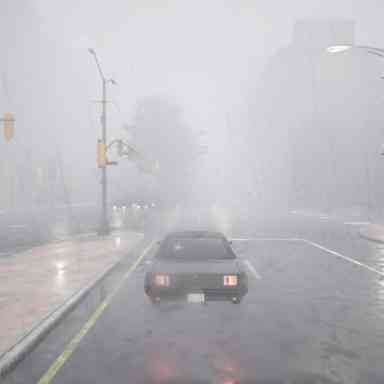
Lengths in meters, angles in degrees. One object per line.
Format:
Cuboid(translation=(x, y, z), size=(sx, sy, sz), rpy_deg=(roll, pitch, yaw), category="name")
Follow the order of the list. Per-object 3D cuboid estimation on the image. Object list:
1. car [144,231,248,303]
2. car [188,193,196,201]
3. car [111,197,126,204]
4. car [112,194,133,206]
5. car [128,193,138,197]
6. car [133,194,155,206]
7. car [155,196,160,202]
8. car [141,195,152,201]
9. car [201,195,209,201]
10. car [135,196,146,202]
Cuboid(translation=(0.076, 1.601, 8.154), size=(1.895, 1.301, 4.718), rpy_deg=(0, 0, 0), category="car")
Cuboid(translation=(0.013, 1.540, 85.794), size=(2.033, 1.411, 5.357), rpy_deg=(0, 0, 0), category="car")
Cuboid(translation=(-14.740, 1.595, 66.810), size=(1.895, 1.301, 4.718), rpy_deg=(0, 0, 0), category="car")
Cuboid(translation=(-11.580, 1.525, 55.103), size=(1.812, 1.442, 4.674), rpy_deg=(0, 0, 0), category="car")
Cuboid(translation=(-11.528, 1.221, 64.515), size=(2.150, 2.045, 5.566), rpy_deg=(0, 0, 1), category="car")
Cuboid(translation=(-8.080, 1.547, 56.501), size=(2.033, 1.411, 5.357), rpy_deg=(0, 0, 0), category="car")
Cuboid(translation=(-8.020, 1.564, 65.737), size=(1.994, 1.385, 4.181), rpy_deg=(0, 0, 1), category="car")
Cuboid(translation=(-11.487, 1.525, 84.632), size=(2.128, 1.511, 4.902), rpy_deg=(0, 0, 0), category="car")
Cuboid(translation=(3.513, 1.595, 86.971), size=(1.895, 1.301, 4.718), rpy_deg=(0, 0, 0), category="car")
Cuboid(translation=(-11.489, 1.552, 74.399), size=(1.994, 1.385, 4.181), rpy_deg=(0, 0, 0), category="car")
